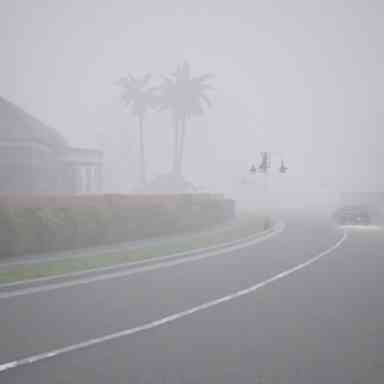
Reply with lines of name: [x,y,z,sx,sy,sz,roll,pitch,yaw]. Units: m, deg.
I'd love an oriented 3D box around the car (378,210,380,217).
car: [16.405,1.761,32.502,1.994,1.385,4.181,-1,-1,1]

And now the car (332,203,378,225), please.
car: [12.088,1.719,25.312,1.994,1.385,4.181,0,-1,10]
